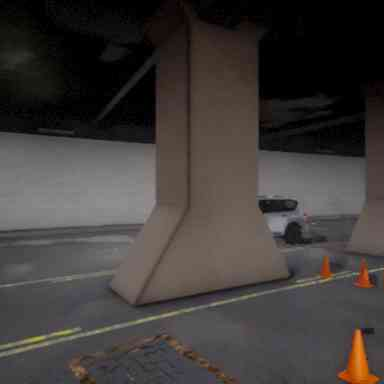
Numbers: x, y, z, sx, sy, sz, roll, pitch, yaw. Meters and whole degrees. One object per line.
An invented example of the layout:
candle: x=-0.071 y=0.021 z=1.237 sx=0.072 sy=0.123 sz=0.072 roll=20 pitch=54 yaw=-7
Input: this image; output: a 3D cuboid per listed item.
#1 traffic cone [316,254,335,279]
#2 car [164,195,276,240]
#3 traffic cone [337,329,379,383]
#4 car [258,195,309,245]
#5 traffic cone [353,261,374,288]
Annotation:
traffic cone: x=3.525 y=1.933 z=8.761 sx=0.340 sy=0.580 sz=0.340 roll=0 pitch=0 yaw=-35
car: x=1.535 y=1.178 z=17.496 sx=5.566 sy=2.045 sz=2.150 roll=0 pitch=0 yaw=-29
traffic cone: x=1.997 y=1.945 z=4.000 sx=0.340 sy=0.580 sz=0.340 roll=0 pitch=0 yaw=-35
car: x=2.385 y=1.186 z=13.974 sx=5.566 sy=2.045 sz=2.150 roll=0 pitch=0 yaw=-29
traffic cone: x=4.103 y=1.935 z=7.945 sx=0.340 sy=0.580 sz=0.340 roll=0 pitch=0 yaw=-35
